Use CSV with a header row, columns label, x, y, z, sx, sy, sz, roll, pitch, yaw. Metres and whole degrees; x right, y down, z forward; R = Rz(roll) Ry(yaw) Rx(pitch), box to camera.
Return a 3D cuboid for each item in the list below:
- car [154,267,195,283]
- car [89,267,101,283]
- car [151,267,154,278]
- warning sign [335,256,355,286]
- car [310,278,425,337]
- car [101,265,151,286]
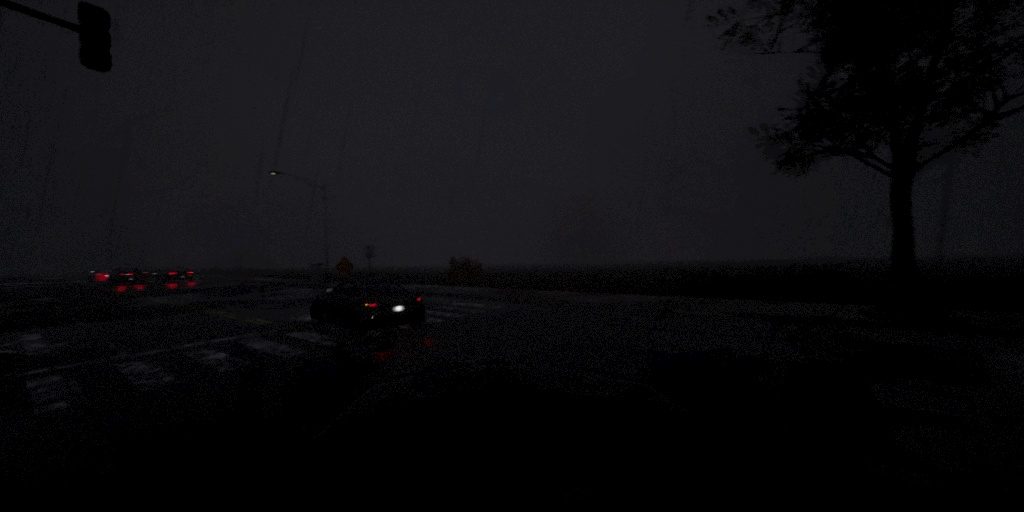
label,x,y,z,sx,sy,sz,roll,pitch,yaw
car,-32.273,1.757,34.421,4.674,1.442,1.812,-1,1,36
car,-42.620,2.001,37.626,4.181,1.385,1.994,-1,1,35
car,-40.420,1.930,40.053,4.181,1.385,1.994,-1,1,35
warning sign,-10.544,0.953,22.681,1.060,1.860,1.300,0,0,35
car,-4.423,1.366,10.788,4.181,1.385,1.994,-1,1,44
car,-34.505,1.794,32.018,4.902,1.511,2.128,-1,1,35
